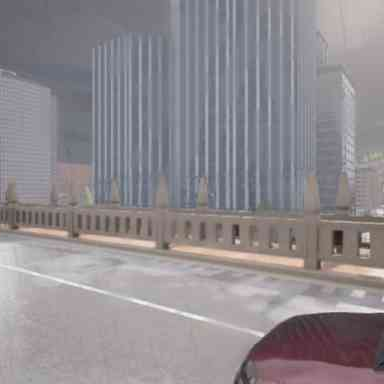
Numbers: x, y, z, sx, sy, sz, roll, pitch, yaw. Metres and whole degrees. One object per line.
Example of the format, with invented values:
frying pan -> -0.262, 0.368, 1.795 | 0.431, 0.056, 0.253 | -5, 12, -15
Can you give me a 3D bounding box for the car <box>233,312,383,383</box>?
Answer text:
car -> 2.367, 1.568, 2.353 | 4.181, 1.385, 1.994 | 0, 0, 35
